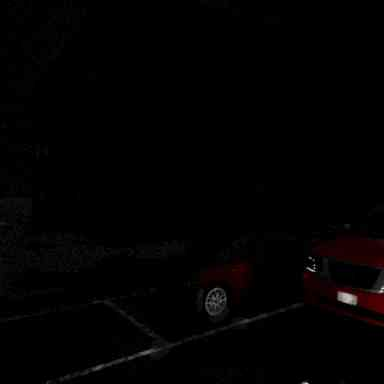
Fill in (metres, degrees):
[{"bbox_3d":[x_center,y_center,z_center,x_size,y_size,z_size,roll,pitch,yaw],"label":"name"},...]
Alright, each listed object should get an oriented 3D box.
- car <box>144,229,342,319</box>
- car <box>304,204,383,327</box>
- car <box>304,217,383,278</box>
[{"bbox_3d":[1.124,1.545,7.349,4.507,1.381,1.887,0,0,-36],"label":"car"},{"bbox_3d":[4.536,1.223,6.512,5.566,2.045,2.150,0,0,-36],"label":"car"},{"bbox_3d":[5.614,1.582,10.569,4.206,1.307,1.802,0,0,-36],"label":"car"}]
